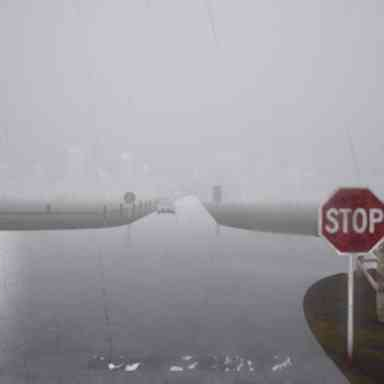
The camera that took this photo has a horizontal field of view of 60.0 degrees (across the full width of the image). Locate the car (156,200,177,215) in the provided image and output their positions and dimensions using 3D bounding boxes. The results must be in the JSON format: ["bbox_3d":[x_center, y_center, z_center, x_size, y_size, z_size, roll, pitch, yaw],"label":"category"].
[{"bbox_3d":[-2.677,1.682,36.034,1.837,1.490,4.892,0,0,0],"label":"car"}]
